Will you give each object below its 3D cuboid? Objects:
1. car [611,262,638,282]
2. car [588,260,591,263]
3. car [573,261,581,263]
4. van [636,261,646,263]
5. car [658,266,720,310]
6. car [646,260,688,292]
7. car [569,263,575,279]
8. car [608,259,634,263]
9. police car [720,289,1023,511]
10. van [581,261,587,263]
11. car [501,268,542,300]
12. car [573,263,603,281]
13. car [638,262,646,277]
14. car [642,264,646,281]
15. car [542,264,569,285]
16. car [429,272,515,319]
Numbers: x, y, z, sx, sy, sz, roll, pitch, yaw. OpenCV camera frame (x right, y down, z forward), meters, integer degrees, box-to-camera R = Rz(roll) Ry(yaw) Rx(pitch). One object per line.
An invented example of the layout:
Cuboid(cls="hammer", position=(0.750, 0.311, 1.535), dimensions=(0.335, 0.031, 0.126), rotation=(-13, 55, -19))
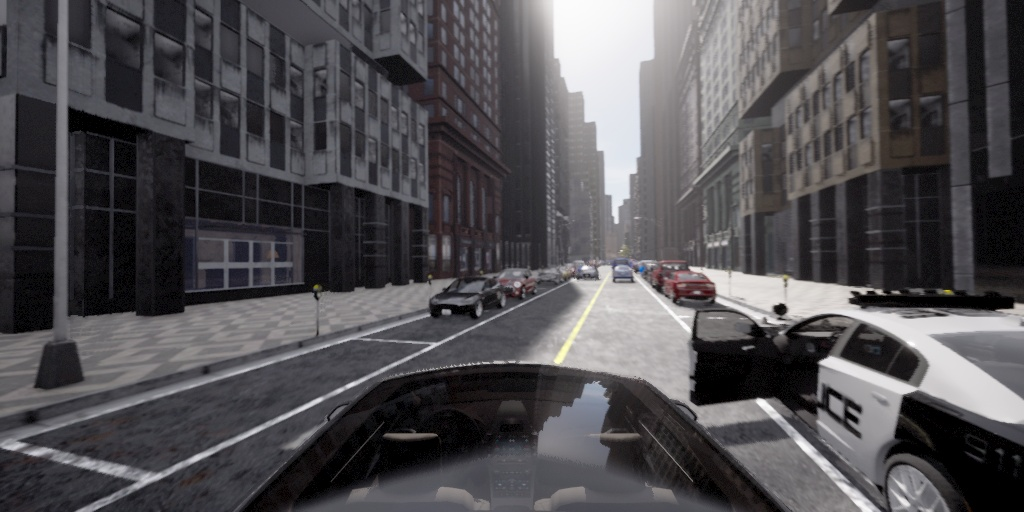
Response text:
Cuboid(cls="car", position=(10.016, 1.561, 32.437), dimensions=(2.033, 1.411, 5.357), rotation=(-1, -1, 17))
Cuboid(cls="car", position=(11.144, 1.835, 56.949), dimensions=(1.751, 1.417, 4.829), rotation=(0, 0, 16))
Cuboid(cls="car", position=(6.421, 1.603, 40.891), dimensions=(1.967, 1.591, 4.097), rotation=(0, 0, 16))
Cuboid(cls="van", position=(14.603, 1.375, 38.498), dimensions=(1.690, 1.789, 3.998), rotation=(0, 0, 16))
Cuboid(cls="car", position=(8.242, 1.385, 16.868), dimensions=(1.888, 1.381, 4.507), rotation=(0, 0, 16))
Cuboid(cls="car", position=(9.832, 1.203, 22.276), dimensions=(2.192, 1.841, 5.009), rotation=(0, 0, 16))
Cuboid(cls="car", position=(4.783, 1.640, 35.321), dimensions=(1.751, 1.417, 4.829), rotation=(0, 0, 16))
Cuboid(cls="car", position=(12.923, 1.328, 42.505), dimensions=(2.150, 2.045, 5.566), rotation=(-1, -1, 17))
Cuboid(cls="police car", position=(3.876, 1.150, 3.470), dimensions=(1.930, 1.638, 5.238), rotation=(-1, -1, 16))
Cuboid(cls="van", position=(9.602, 1.602, 51.706), dimensions=(1.690, 1.789, 3.998), rotation=(0, 0, 16))
Cuboid(cls="car", position=(0.061, 1.409, 19.263), dimensions=(1.967, 1.591, 4.097), rotation=(0, 0, 16))
Cuboid(cls="car", position=(7.399, 1.638, 34.686), dimensions=(1.994, 1.385, 4.181), rotation=(-1, -1, 17))
Cuboid(cls="car", position=(13.012, 1.552, 33.091), dimensions=(1.948, 1.339, 4.313), rotation=(0, 0, 16))
Cuboid(cls="car", position=(11.422, 1.503, 27.683), dimensions=(1.948, 1.339, 4.313), rotation=(0, 0, 16))
Cuboid(cls="car", position=(3.241, 1.617, 30.077), dimensions=(2.007, 1.370, 4.403), rotation=(0, 0, 16))
Cuboid(cls="car", position=(-1.529, 1.486, 13.855), dimensions=(1.948, 1.339, 4.313), rotation=(0, 0, 16))
